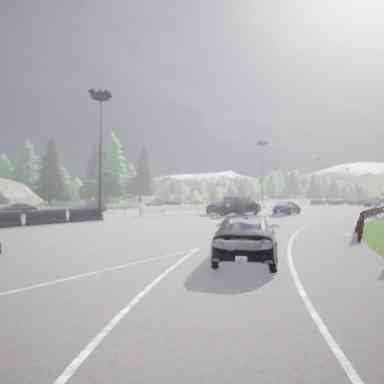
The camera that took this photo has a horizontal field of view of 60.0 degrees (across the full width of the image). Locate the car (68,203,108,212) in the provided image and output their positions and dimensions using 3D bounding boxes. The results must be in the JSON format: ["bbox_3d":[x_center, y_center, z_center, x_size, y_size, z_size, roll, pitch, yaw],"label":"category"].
[{"bbox_3d":[-13.863,2.117,44.611,2.033,1.411,5.357,-1,-1,36],"label":"car"}]

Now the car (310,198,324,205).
[{"bbox_3d":[26.065,1.965,68.885,1.882,1.535,5.008,-1,-1,37],"label":"car"}]

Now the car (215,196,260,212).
[{"bbox_3d":[5.115,1.465,34.630,2.150,2.045,5.566,-1,-1,37],"label":"car"}]

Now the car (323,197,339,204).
[{"bbox_3d":[32.287,1.994,77.243,2.128,1.511,4.902,-1,-1,37],"label":"car"}]

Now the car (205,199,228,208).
[{"bbox_3d":[4.749,2.115,63.740,1.882,1.535,5.008,-1,0,37],"label":"car"}]

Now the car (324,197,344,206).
[{"bbox_3d":[28.872,1.957,66.795,2.128,1.511,4.902,-1,-1,37],"label":"car"}]

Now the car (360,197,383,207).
[{"bbox_3d":[31.922,1.850,59.004,2.033,1.411,5.357,-1,-1,37],"label":"car"}]

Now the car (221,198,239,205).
[{"bbox_3d":[9.275,2.342,81.494,2.128,1.511,4.902,-1,-1,37],"label":"car"}]

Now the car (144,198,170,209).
[{"bbox_3d":[-6.347,2.055,60.557,2.097,1.767,4.553,-1,-1,37],"label":"car"}]

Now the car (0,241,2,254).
[{"bbox_3d":[-8.403,1.671,10.477,1.994,1.385,4.181,-1,-1,37],"label":"car"}]

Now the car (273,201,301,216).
[{"bbox_3d":[10.126,1.730,35.509,1.812,1.442,4.674,-1,-1,37],"label":"car"}]

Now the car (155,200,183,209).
[{"bbox_3d":[-3.961,2.137,57.935,2.128,1.511,4.902,-1,-1,37],"label":"car"}]

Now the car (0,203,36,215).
[{"bbox_3d":[-21.467,2.102,40.224,1.837,1.490,4.892,-1,-1,37],"label":"car"}]

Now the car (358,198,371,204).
[{"bbox_3d":[37.920,1.952,73.086,1.895,1.301,4.718,-1,-1,37],"label":"car"}]

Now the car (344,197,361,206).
[{"bbox_3d":[31.680,1.915,64.705,2.033,1.411,5.357,-1,-1,37],"label":"car"}]

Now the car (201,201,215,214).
[{"bbox_3d":[3.443,1.813,38.245,1.837,1.490,4.892,-1,-1,37],"label":"car"}]

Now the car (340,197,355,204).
[{"bbox_3d":[35.095,1.938,75.153,2.128,1.511,4.902,-1,-1,37],"label":"car"}]

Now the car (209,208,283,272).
[{"bbox_3d":[1.794,1.497,10.875,2.128,1.511,4.902,-1,0,13],"label":"car"}]

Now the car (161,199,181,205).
[{"bbox_3d":[-4.298,1.916,51.641,2.097,1.767,4.553,-1,-1,37],"label":"car"}]

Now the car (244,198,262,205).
[{"bbox_3d":[13.894,2.232,75.977,2.128,1.511,4.902,-1,-1,37],"label":"car"}]
